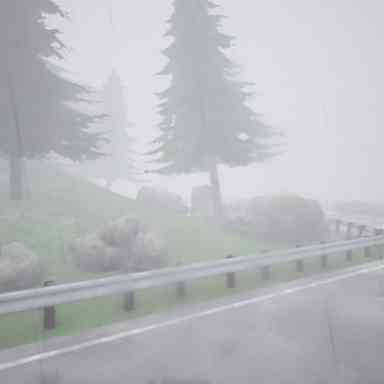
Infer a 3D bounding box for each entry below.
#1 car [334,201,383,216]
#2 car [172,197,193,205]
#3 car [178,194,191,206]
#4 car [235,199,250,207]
[{"bbox_3d":[17.088,1.607,33.459,2.033,1.411,5.357,0,0,-34],"label":"car"},{"bbox_3d":[-1.808,1.620,61.603,1.994,1.385,4.181,0,0,-33],"label":"car"},{"bbox_3d":[-2.609,1.273,56.465,2.150,2.045,5.566,0,0,-33],"label":"car"},{"bbox_3d":[6.325,1.524,36.886,1.882,1.535,5.008,0,0,-34],"label":"car"}]
